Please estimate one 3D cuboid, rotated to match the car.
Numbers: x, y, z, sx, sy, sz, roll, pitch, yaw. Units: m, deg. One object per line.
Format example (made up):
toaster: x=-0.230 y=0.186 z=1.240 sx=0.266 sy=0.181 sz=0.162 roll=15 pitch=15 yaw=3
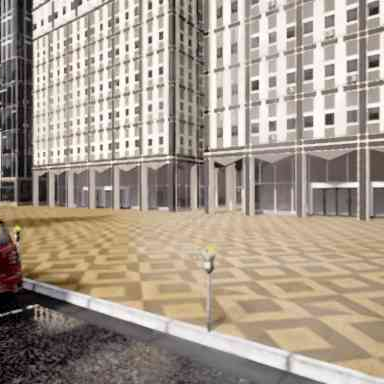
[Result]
car: x=-5.426 y=1.342 z=6.740 sx=5.009 sy=1.841 sz=2.192 roll=0 pitch=0 yaw=36
